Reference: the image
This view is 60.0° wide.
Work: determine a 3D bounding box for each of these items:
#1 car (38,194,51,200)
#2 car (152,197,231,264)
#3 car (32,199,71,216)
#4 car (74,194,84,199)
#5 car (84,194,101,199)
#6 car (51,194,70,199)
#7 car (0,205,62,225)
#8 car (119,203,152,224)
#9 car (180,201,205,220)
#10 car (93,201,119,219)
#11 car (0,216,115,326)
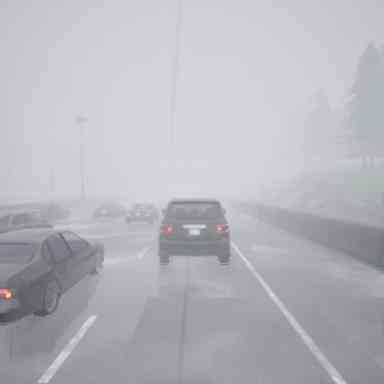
[{"bbox_3d":[-31.676,1.233,72.487,1.812,1.442,4.674,0,0,0],"label":"car"},{"bbox_3d":[0.068,1.188,11.811,2.150,2.045,5.566,0,0,0],"label":"car"},{"bbox_3d":[-10.467,1.491,23.726,2.033,1.411,5.357,0,0,0],"label":"car"},{"bbox_3d":[-24.679,1.196,73.897,1.812,1.442,4.674,0,0,0],"label":"car"},{"bbox_3d":[-21.175,1.236,72.098,1.837,1.490,4.892,0,0,0],"label":"car"},{"bbox_3d":[-28.176,1.205,72.495,1.837,1.490,4.892,0,0,0],"label":"car"},{"bbox_3d":[-6.936,1.476,12.712,1.837,1.490,4.892,0,0,0],"label":"car"},{"bbox_3d":[-3.467,1.483,23.796,2.033,1.411,5.357,0,0,0],"label":"car"},{"bbox_3d":[0.027,1.483,28.397,1.994,1.385,4.181,0,0,0],"label":"car"},{"bbox_3d":[-6.973,1.491,28.397,1.994,1.385,4.181,0,0,0],"label":"car"},{"bbox_3d":[-3.432,1.530,7.371,2.033,1.411,5.357,0,0,0],"label":"car"}]
